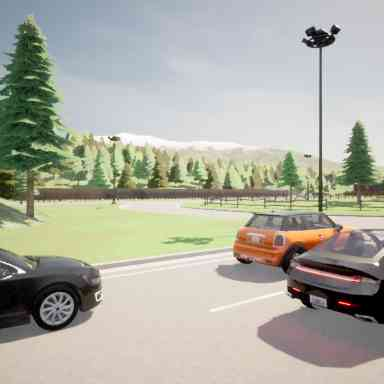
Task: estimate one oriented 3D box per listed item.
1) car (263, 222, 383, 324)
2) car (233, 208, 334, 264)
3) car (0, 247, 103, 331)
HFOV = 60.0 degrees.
[{"bbox_3d":[3.958,1.492,6.600,4.902,1.511,2.128,0,0,-35],"label":"car"},{"bbox_3d":[3.522,1.352,10.575,4.553,1.767,2.097,0,0,-35],"label":"car"},{"bbox_3d":[-3.899,1.505,5.265,4.892,1.490,1.837,0,0,-35],"label":"car"}]
